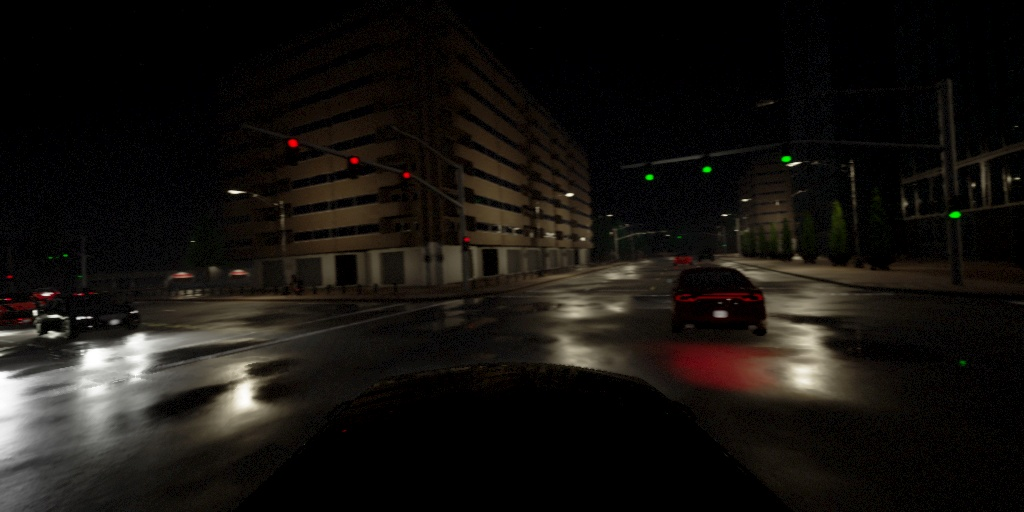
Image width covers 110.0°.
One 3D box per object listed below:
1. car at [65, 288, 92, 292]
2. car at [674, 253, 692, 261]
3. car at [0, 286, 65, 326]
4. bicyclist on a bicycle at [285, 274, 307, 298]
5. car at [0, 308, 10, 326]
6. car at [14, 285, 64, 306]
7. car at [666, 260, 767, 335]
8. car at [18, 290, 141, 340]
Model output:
[{"bbox_3d":[-39.508,3.654,32.450,4.902,1.511,2.128,-3,-1,25],"label":"car"},{"bbox_3d":[22.564,0.368,47.374,2.097,1.767,4.553,-3,-1,27],"label":"car"},{"bbox_3d":[-25.054,2.608,17.927,4.553,1.767,2.097,-3,-1,24],"label":"car"},{"bbox_3d":[-15.424,2.132,25.580,0.582,1.620,1.656,-3,0,25],"label":"bicyclist on a bicycle"},{"bbox_3d":[-16.931,2.354,10.335,4.718,1.301,1.895,-3,-1,25],"label":"car"},{"bbox_3d":[-47.795,3.986,36.205,4.553,1.767,2.097,-3,-1,25],"label":"car"},{"bbox_3d":[5.332,1.029,9.745,1.882,1.535,5.008,-3,-1,24],"label":"car"},{"bbox_3d":[-16.719,2.272,14.090,4.902,1.511,2.128,-3,-1,25],"label":"car"}]
